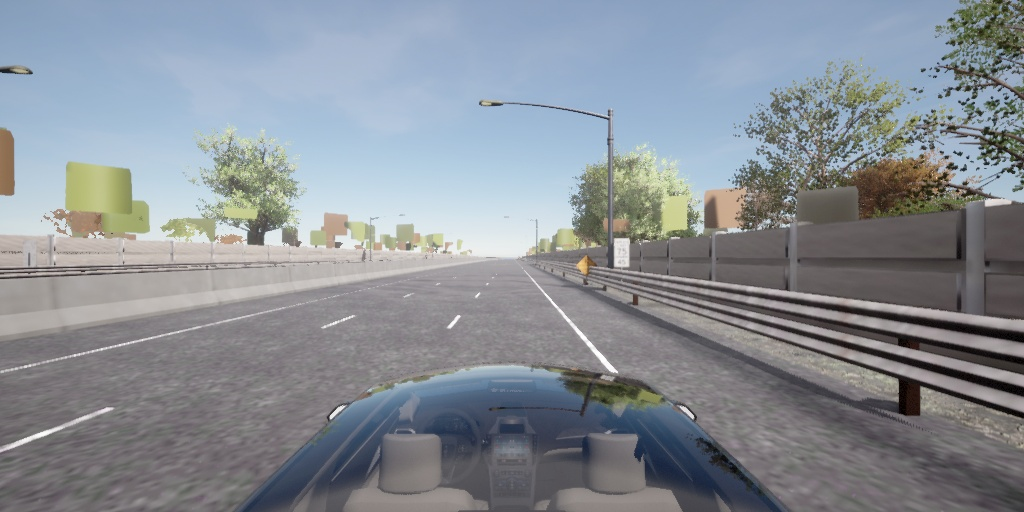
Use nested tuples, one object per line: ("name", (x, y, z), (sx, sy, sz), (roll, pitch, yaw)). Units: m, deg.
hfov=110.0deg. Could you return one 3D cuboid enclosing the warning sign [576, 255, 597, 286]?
("warning sign", (4.550, 0.869, 21.842), (1.300, 1.860, 1.060), (0, 0, 0))
